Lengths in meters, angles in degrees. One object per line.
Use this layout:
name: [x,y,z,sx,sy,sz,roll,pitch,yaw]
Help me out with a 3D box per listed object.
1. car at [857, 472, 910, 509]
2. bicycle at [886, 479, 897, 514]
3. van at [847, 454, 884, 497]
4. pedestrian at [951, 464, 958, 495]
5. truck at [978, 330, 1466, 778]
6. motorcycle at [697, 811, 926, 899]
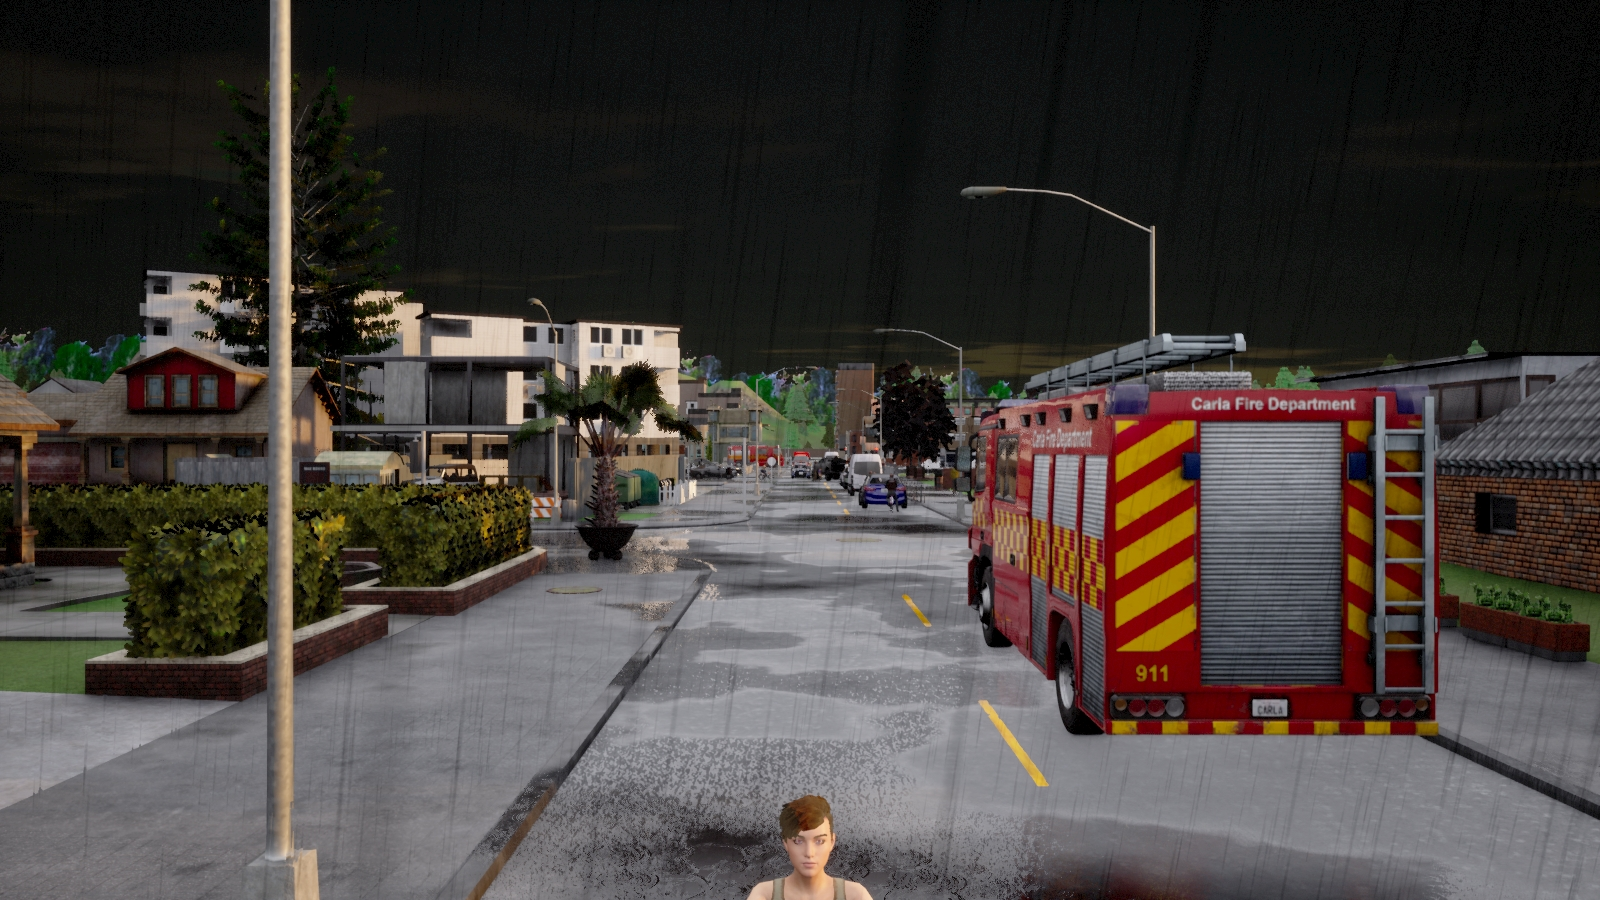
car: [4.046,1.967,56.171,2.242,1.667,4.611,0,0,0]
bicycle: [4.077,2.060,50.936,0.329,1.471,1.835,0,0,0]
van: [4.045,1.534,71.355,1.988,2.561,5.915,0,0,0]
pedestrian: [9.301,1.744,68.710,0.375,1.860,0.375,0,0,0]
truck: [4.261,0.890,13.995,2.891,3.827,8.468,0,0,0]
motorcycle: [0.039,2.155,3.558,0.764,1.307,2.356,0,0,0]
